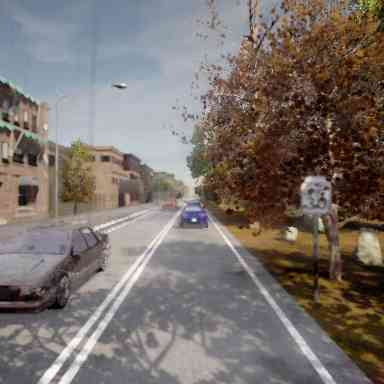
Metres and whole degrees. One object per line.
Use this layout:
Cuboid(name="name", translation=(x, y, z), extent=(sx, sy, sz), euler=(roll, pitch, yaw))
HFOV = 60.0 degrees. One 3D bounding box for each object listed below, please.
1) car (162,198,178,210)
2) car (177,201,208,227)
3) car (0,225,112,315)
Cuboid(name="car", translation=(-3.208, 1.650, 48.829), extent=(2.097, 1.767, 4.553), euler=(0, -1, 0))
Cuboid(name="car", translation=(0.133, 1.601, 23.019), extent=(1.812, 1.442, 4.674), euler=(0, 0, 0))
Cuboid(name="car", translation=(-3.343, 1.547, 8.024), extent=(2.033, 1.411, 5.357), euler=(0, 0, 0))
